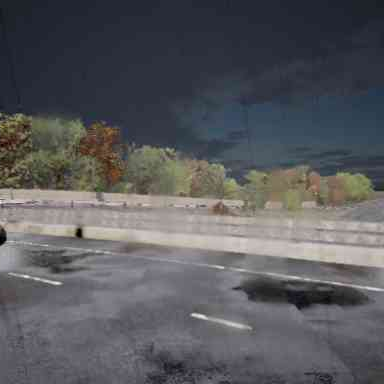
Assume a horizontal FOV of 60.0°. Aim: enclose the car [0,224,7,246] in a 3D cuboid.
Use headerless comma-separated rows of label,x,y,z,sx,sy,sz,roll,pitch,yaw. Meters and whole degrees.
car,-9.585,1.557,13.610,4.181,1.385,1.994,0,0,28
